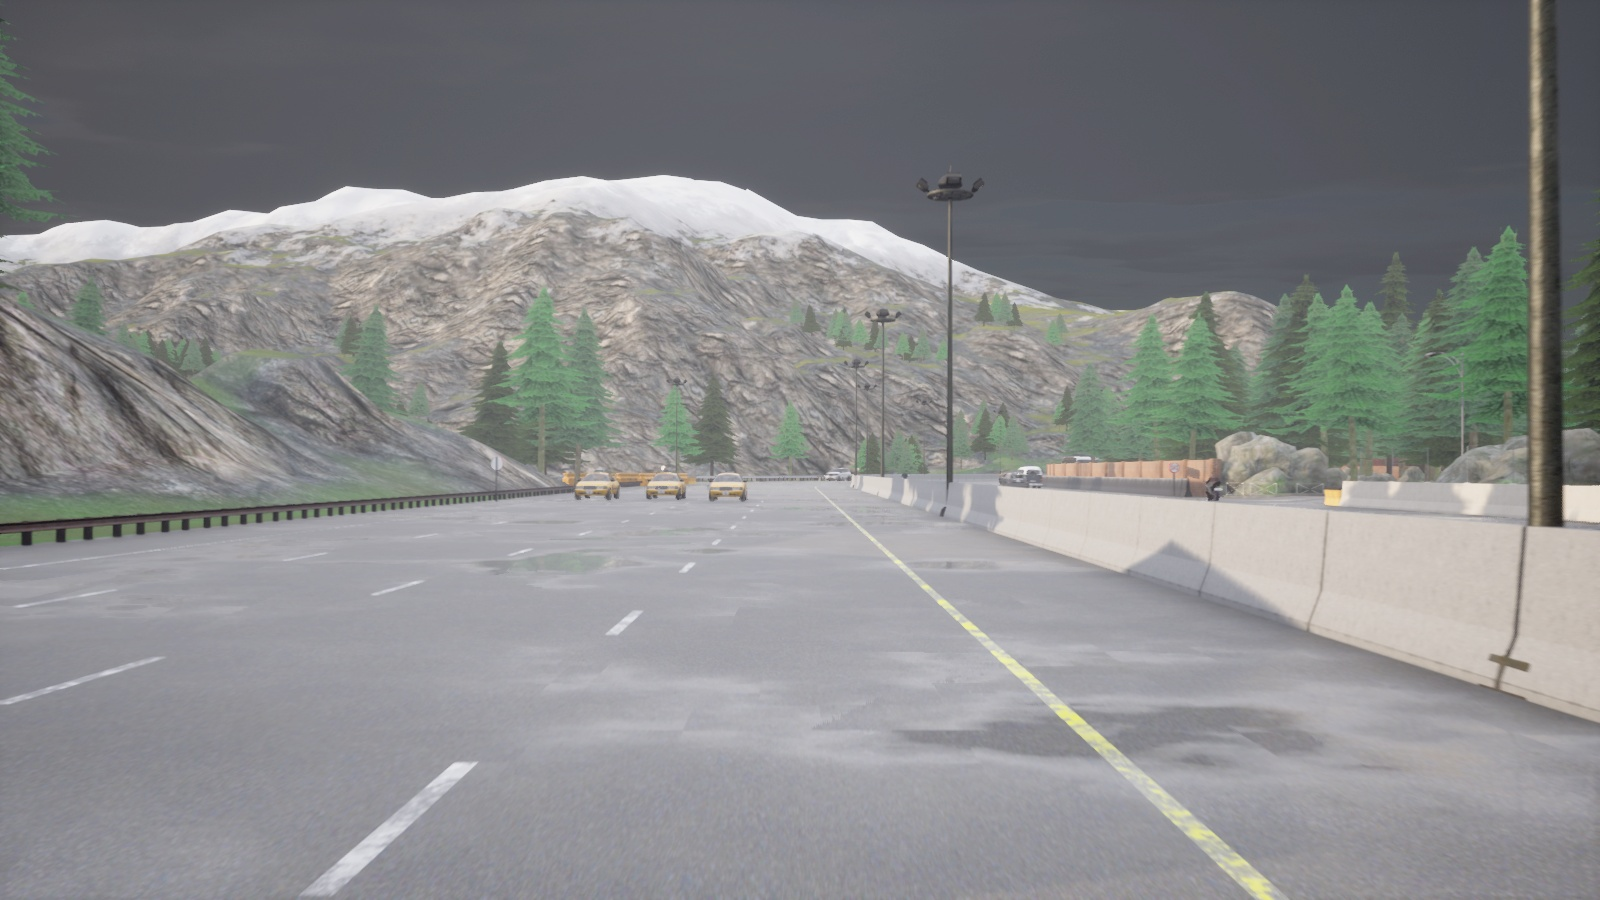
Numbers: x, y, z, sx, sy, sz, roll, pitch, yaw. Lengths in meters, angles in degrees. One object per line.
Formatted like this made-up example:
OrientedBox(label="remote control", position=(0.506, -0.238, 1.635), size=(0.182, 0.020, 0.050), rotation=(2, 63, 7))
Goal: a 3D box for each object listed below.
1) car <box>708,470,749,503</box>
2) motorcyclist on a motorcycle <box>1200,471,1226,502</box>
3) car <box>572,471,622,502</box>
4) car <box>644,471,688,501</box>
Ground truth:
OrientedBox(label="car", position=(-3.657, 1.849, 64.655), size=(1.801, 1.575, 5.366), rotation=(0, -1, 0))
OrientedBox(label="motorcyclist on a motorcycle", position=(21.020, 1.836, 63.934), size=(0.866, 1.530, 2.191), rotation=(1, -1, 7))
OrientedBox(label="car", position=(-10.661, 1.906, 66.383), size=(1.801, 1.575, 5.366), rotation=(0, -1, 0))
OrientedBox(label="car", position=(-7.164, 1.914, 67.711), size=(1.801, 1.575, 5.366), rotation=(0, -1, 0))
